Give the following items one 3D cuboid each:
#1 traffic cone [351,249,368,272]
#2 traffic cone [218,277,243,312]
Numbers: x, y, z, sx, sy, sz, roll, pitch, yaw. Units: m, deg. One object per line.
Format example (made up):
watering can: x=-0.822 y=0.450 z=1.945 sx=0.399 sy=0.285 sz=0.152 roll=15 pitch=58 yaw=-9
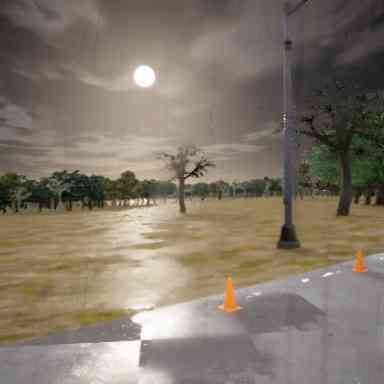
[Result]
traffic cone: x=4.718 y=1.911 z=9.362 sx=0.340 sy=0.580 sz=0.340 roll=0 pitch=0 yaw=-37
traffic cone: x=0.734 y=1.941 z=6.391 sx=0.340 sy=0.580 sz=0.340 roll=0 pitch=0 yaw=-36
